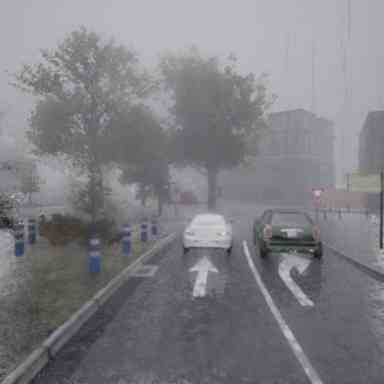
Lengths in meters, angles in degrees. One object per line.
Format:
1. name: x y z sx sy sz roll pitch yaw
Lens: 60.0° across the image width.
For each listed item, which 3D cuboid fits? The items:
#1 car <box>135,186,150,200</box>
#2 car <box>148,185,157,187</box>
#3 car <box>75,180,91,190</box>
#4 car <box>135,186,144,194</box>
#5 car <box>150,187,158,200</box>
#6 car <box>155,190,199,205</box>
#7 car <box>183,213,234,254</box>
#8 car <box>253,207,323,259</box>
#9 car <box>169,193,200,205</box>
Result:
1. car: -9.705 0.457 63.889 2.150 2.045 5.566 0 5 -10
2. car: -9.213 -0.727 77.092 2.150 2.045 5.566 0 5 -13
3. car: -29.650 -1.671 89.997 4.892 1.521 2.231 -3 6 -35
4. car: -12.148 -0.421 76.477 1.812 1.442 4.674 0 5 -13
5. car: -6.908 0.511 65.333 2.097 1.767 4.553 0 4 -10
6. car: -2.220 0.973 50.287 5.566 2.045 2.150 1 1 27
7. car: 0.749 1.595 13.773 1.812 1.442 4.674 0 0 7
8. car: 3.569 1.424 13.140 2.097 1.767 4.553 0 0 7
9. car: -1.242 1.068 53.295 4.553 1.767 2.097 0 1 30
